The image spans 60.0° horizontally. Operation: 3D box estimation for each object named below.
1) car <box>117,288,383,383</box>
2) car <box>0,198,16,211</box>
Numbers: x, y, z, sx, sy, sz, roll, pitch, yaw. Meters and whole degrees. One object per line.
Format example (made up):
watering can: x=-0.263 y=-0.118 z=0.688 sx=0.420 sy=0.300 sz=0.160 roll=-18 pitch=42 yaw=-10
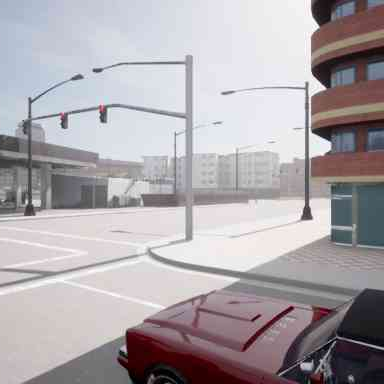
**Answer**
car: x=1.551 y=1.601 z=2.867 sx=4.718 sy=1.301 sz=1.895 roll=0 pitch=0 yaw=36
car: x=-22.300 y=1.456 z=38.828 sx=3.806 sy=1.475 sz=1.970 roll=0 pitch=0 yaw=36
